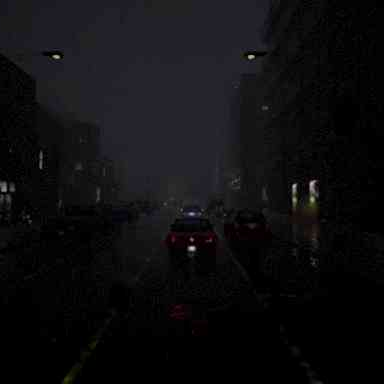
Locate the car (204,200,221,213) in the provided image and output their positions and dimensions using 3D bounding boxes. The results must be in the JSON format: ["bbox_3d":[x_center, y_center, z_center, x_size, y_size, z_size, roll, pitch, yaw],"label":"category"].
[{"bbox_3d":[2.705,1.872,43.971,1.967,1.590,4.097,1,-1,0],"label":"car"}]

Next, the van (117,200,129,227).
[{"bbox_3d":[-5.672,1.563,22.352,1.690,1.788,3.998,1,-1,0],"label":"van"}]

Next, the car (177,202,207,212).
[{"bbox_3d":[0.001,1.834,28.997,2.033,1.411,5.357,0,-1,0],"label":"car"}]

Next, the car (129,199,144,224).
[{"bbox_3d":[-5.671,1.589,27.759,2.192,1.841,5.009,1,-1,0],"label":"car"}]

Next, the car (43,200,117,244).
[{"bbox_3d":[-5.671,1.483,16.945,2.192,1.841,5.009,1,-1,0],"label":"car"}]

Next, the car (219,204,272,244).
[{"bbox_3d":[2.706,1.608,16.937,1.967,1.590,4.097,1,-1,0],"label":"car"}]

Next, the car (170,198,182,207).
[{"bbox_3d":[-3.004,2.153,67.450,2.128,1.511,4.902,0,-1,0],"label":"car"}]

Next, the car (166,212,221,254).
[{"bbox_3d":[0.002,1.741,14.112,1.895,1.301,4.718,0,-1,0],"label":"car"}]

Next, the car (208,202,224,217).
[{"bbox_3d":[2.704,1.825,27.750,2.008,1.369,4.403,1,-1,0],"label":"car"}]

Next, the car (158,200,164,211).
[{"bbox_3d":[-5.674,1.924,49.386,1.967,1.590,4.097,1,-1,0],"label":"car"}]

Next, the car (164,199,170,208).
[{"bbox_3d":[-5.677,2.140,60.198,2.008,1.369,4.403,1,-1,0],"label":"car"}]

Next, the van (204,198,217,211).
[{"bbox_3d":[2.707,1.825,49.379,1.690,1.788,3.998,1,-1,0],"label":"van"}]

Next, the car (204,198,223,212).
[{"bbox_3d":[2.708,1.694,38.566,2.192,1.841,5.009,1,-1,0],"label":"car"}]

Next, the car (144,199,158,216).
[{"bbox_3d":[-5.672,1.694,38.573,2.192,1.841,5.009,1,-1,0],"label":"car"}]
